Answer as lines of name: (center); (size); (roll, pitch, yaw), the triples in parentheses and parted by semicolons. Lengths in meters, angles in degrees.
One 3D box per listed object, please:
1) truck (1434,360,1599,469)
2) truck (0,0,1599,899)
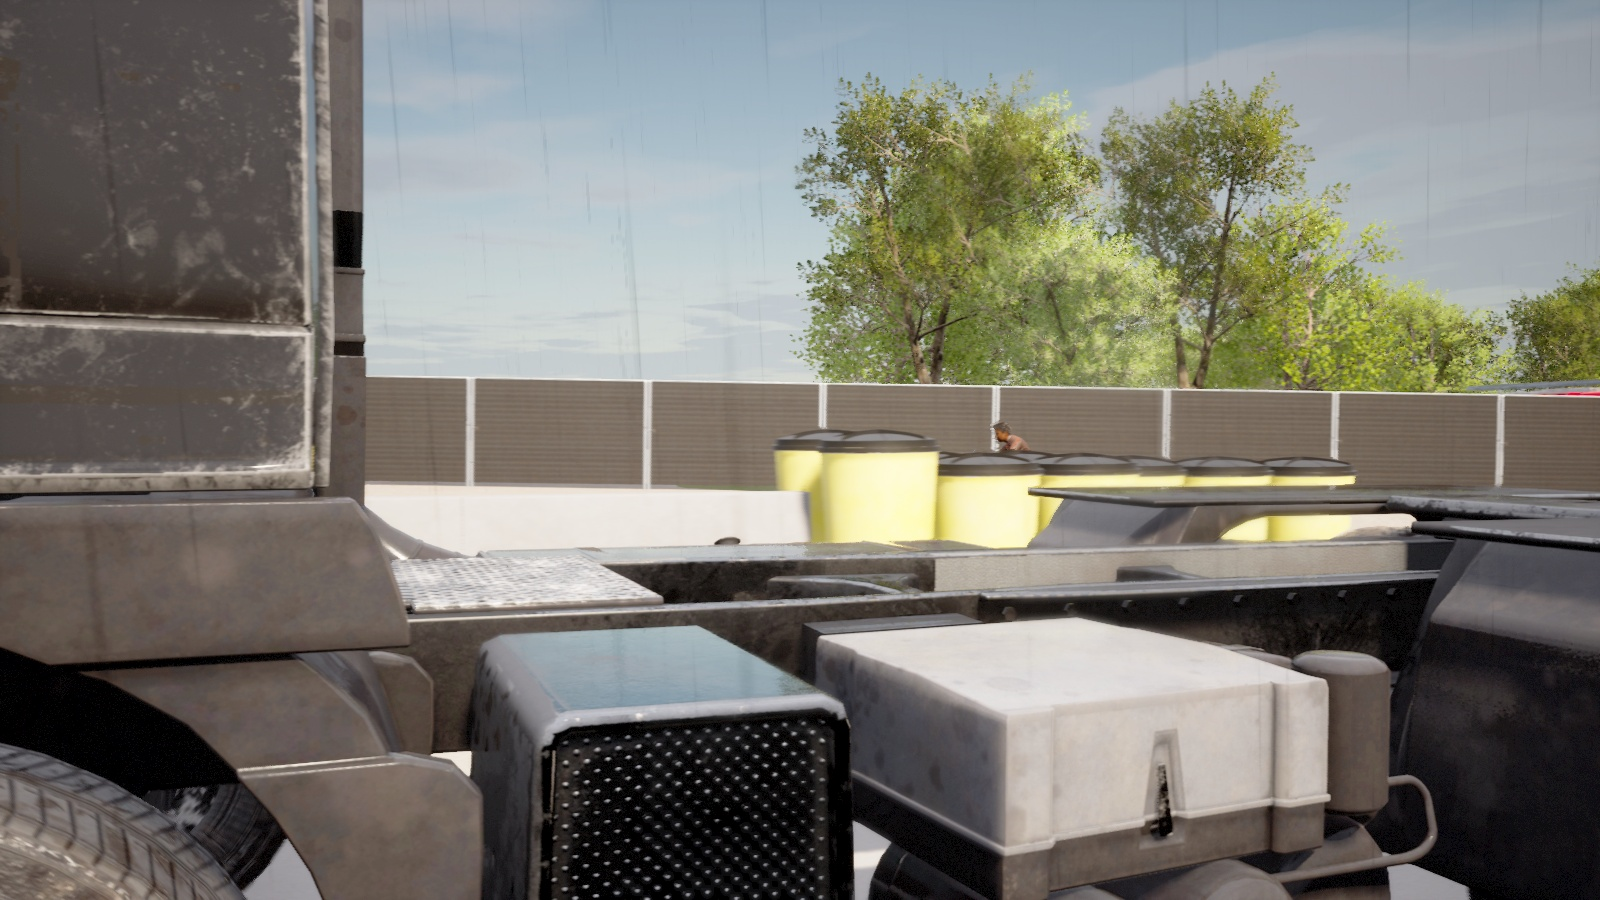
truck: (28.565, -1.278, 47.300); (2.891, 3.827, 8.468); (-2, 0, -21)
truck: (0.500, -0.245, 3.417); (7.936, 3.462, 2.891); (-1, 1, -21)
